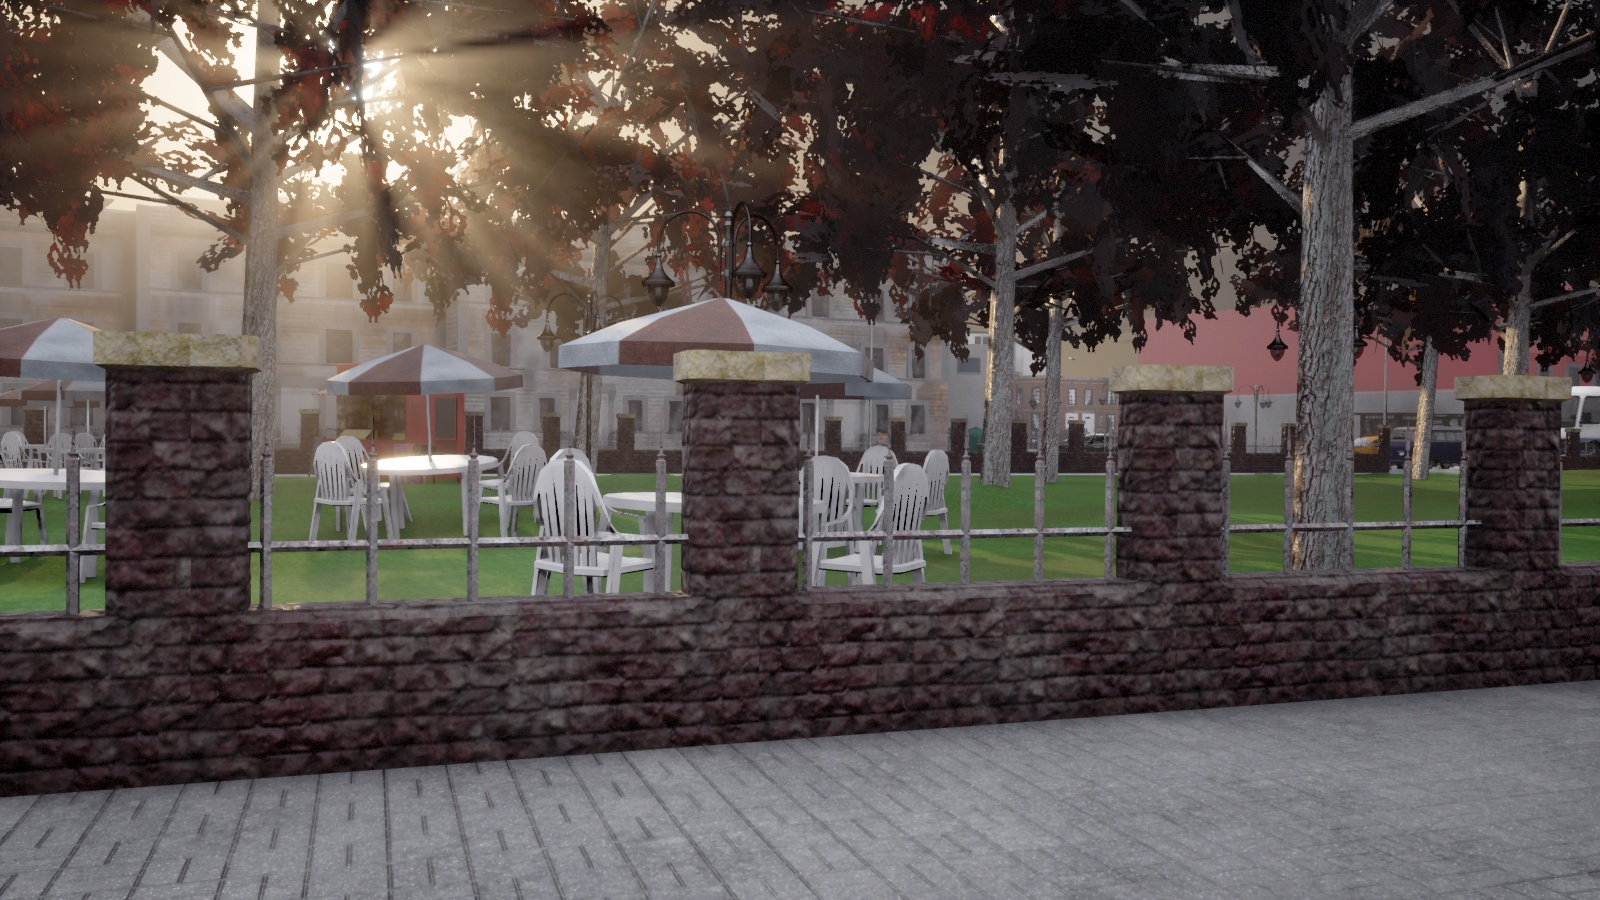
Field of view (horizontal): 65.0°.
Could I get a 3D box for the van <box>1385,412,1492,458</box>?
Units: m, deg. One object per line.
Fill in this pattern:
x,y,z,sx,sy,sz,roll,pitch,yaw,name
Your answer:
29.138,-0.697,57.321,4.442,1.987,1.775,-1,1,-19,van

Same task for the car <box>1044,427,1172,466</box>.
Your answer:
12.688,-0.175,51.673,4.892,1.490,1.837,-1,1,-19,car

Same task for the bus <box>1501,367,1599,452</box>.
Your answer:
42.487,-2.113,66.119,10.273,4.253,3.944,-1,1,-19,bus

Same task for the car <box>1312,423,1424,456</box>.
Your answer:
27.589,-0.515,61.021,5.008,1.535,1.882,-1,1,-19,car

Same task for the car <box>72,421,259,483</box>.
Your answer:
-22.056,0.041,43.919,5.566,2.045,2.150,-1,1,-19,car
